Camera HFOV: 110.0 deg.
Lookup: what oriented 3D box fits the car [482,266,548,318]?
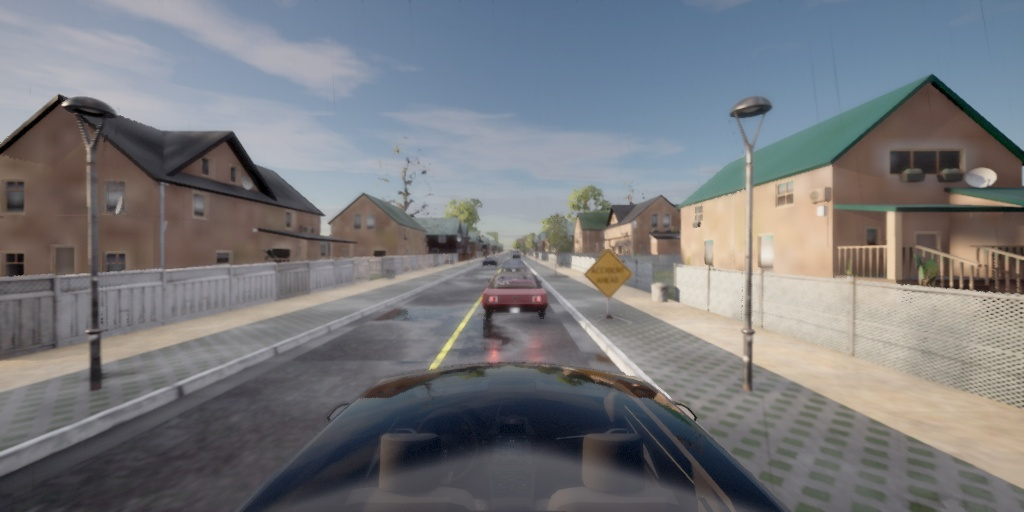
[{"bbox_3d":[0.101,1.198,12.226,1.895,1.301,4.718,0,1,0],"label":"car"}]

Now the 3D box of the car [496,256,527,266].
[{"bbox_3d":[0.146,0.937,26.206,2.033,1.411,5.357,0,1,1],"label":"car"}]

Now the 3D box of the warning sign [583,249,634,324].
[{"bbox_3d":[2.542,0.753,9.404,1.300,1.860,1.060,0,0,0],"label":"warning sign"}]

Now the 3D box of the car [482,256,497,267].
[{"bbox_3d":[-2.695,0.705,45.100,1.895,1.301,4.718,0,1,0],"label":"car"}]
